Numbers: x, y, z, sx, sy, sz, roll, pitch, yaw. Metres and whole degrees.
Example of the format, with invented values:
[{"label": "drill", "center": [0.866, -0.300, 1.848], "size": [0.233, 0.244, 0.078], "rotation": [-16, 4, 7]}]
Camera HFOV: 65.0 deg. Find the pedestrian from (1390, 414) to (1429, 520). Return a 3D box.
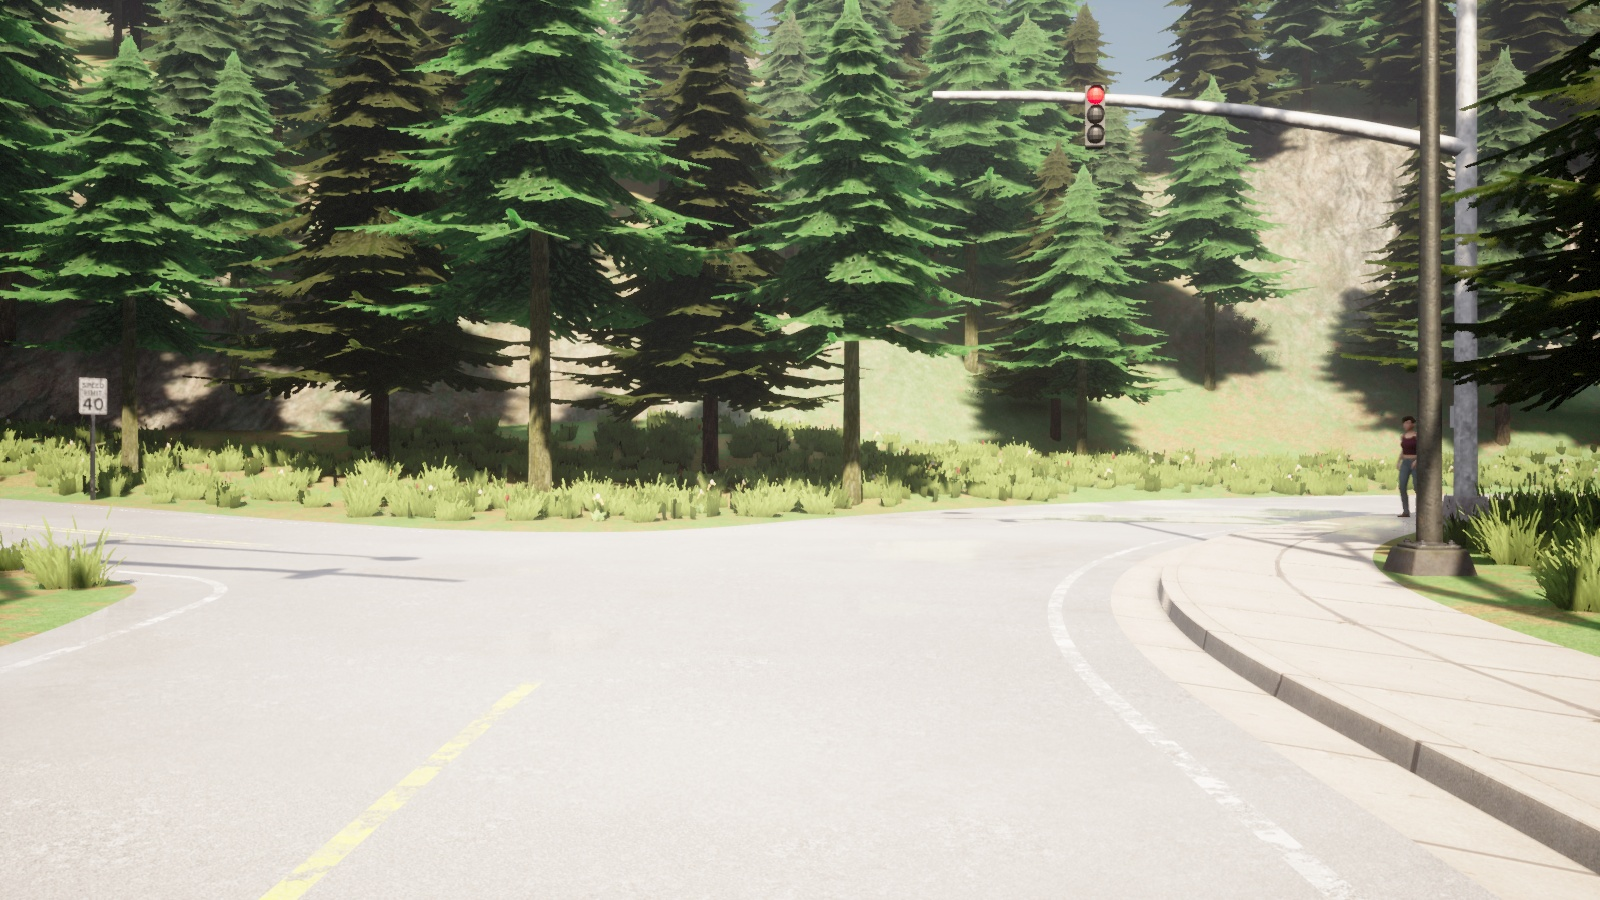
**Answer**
[{"label": "pedestrian", "center": [10.755, 0.292, 22.154], "size": [0.594, 1.836, 0.345], "rotation": [0, 0, -30]}]
